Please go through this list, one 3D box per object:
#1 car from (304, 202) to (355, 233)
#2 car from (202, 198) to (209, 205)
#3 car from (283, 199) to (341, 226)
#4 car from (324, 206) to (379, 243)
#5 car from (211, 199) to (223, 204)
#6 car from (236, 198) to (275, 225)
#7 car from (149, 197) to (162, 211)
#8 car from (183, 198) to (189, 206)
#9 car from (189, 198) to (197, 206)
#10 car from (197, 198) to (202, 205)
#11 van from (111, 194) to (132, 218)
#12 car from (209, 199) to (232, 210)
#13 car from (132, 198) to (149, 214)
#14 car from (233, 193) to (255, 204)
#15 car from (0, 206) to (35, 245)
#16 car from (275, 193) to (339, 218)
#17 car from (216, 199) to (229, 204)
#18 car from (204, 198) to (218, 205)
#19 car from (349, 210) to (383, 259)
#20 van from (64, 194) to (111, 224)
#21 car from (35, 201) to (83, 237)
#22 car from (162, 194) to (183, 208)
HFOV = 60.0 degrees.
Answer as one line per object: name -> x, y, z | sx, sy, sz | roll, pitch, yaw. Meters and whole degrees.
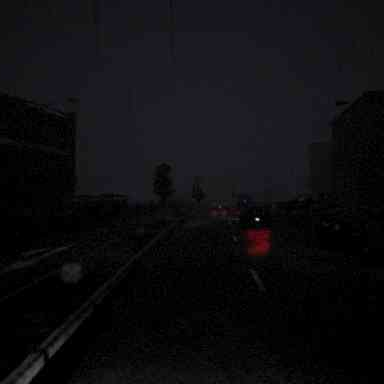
car -> 8.358, 1.429, 16.143 | 4.892, 1.521, 2.231 | 0, 0, 4
car -> 1.535, 2.114, 72.640 | 2.163, 1.488, 4.792 | 0, -2, 16
car -> 8.760, 1.423, 21.717 | 4.792, 1.488, 2.163 | 0, 0, 6
car -> 8.228, 1.473, 13.413 | 4.792, 1.488, 2.163 | 0, 0, 4
car -> 6.671, 2.551, 88.628 | 2.002, 1.452, 4.674 | 0, -2, 20
car -> 4.281, 1.419, 23.101 | 1.837, 1.490, 4.892 | 0, 1, 5
car -> -5.561, 1.484, 40.204 | 2.002, 1.452, 4.674 | 0, -1, 9
car -> -2.517, 1.556, 56.577 | 2.185, 1.767, 4.553 | 0, -1, 13
car -> -1.260, 1.807, 62.067 | 2.231, 1.521, 4.892 | 0, -2, 14
car -> 0.068, 1.983, 67.321 | 2.002, 1.452, 4.674 | 0, -2, 15
van -> -7.082, 1.171, 29.095 | 1.878, 1.987, 4.442 | 0, 0, 7
car -> 3.752, 1.583, 42.627 | 1.895, 1.301, 4.718 | 0, -1, 9
car -> -6.354, 1.450, 34.719 | 2.002, 1.452, 4.674 | 0, 0, 8
car -> 6.749, 1.196, 42.301 | 2.150, 2.045, 5.566 | 0, -1, 9
car -> -8.465, 1.452, 12.664 | 2.097, 1.535, 5.008 | 0, 0, 4
car -> 9.301, 1.124, 27.156 | 5.566, 2.045, 2.435 | 0, 0, 7
car -> 8.597, 2.655, 93.830 | 2.231, 1.521, 4.892 | 0, -2, 21
car -> 4.857, 2.371, 83.387 | 2.097, 1.535, 5.008 | 0, -2, 19
car -> 8.032, 1.486, 10.691 | 4.792, 1.488, 2.163 | 0, 0, 3
van -> -7.654, 1.181, 23.585 | 1.878, 1.987, 4.442 | 0, 0, 6
car -> -8.119, 1.460, 18.146 | 2.163, 1.488, 4.792 | 0, 0, 5
car -> -3.669, 1.328, 51.090 | 2.435, 2.045, 5.566 | 0, -1, 12
